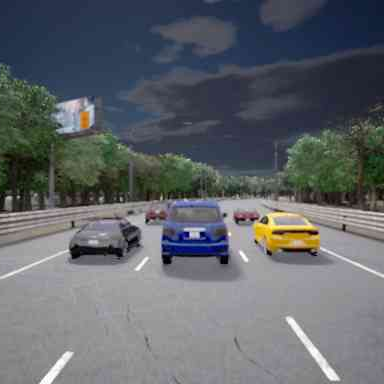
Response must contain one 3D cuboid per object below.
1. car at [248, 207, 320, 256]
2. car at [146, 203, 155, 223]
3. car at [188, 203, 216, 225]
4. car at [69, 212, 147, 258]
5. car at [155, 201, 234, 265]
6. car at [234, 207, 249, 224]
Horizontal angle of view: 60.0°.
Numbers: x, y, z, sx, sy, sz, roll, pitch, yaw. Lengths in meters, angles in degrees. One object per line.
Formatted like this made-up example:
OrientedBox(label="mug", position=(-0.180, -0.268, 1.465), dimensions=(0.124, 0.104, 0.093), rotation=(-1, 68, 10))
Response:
OrientedBox(label="car", position=(3.749, 1.618, 13.943), dimensions=(1.882, 1.535, 5.008), rotation=(0, 0, 3))
OrientedBox(label="car", position=(-2.541, 1.636, 28.229), dimensions=(2.097, 1.767, 4.553), rotation=(0, -1, 4))
OrientedBox(label="car", position=(0.957, 1.777, 28.088), dimensions=(2.128, 1.511, 4.902), rotation=(0, 0, 5))
OrientedBox(label="car", position=(-3.283, 1.698, 13.336), dimensions=(1.994, 1.385, 4.181), rotation=(0, 0, 2))
OrientedBox(label="car", position=(0.168, 1.349, 12.355), dimensions=(2.150, 2.045, 5.566), rotation=(0, 0, 2))
OrientedBox(label="car", position=(4.427, 1.880, 27.611), dimensions=(1.895, 1.301, 4.718), rotation=(0, -1, 4))
